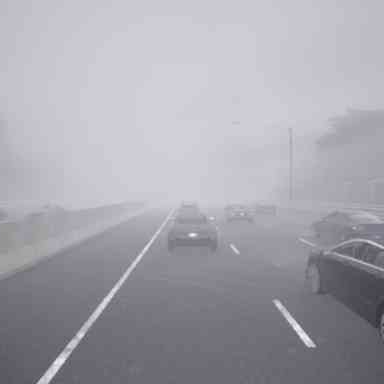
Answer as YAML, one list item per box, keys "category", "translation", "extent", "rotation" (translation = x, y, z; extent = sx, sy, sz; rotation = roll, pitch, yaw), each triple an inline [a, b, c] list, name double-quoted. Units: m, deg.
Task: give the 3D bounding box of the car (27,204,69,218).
- category: "car"
  translation: [-10.889, 1.596, 25.457]
  extent: [1.994, 1.385, 4.181]
  rotation: [0, 0, -1]

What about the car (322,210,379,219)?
- category: "car"
  translation: [6.993, 1.526, 14.886]
  extent: [1.812, 1.442, 4.674]
  rotation: [0, 0, -1]

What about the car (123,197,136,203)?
- category: "car"
  translation: [-12.369, 1.818, 66.148]
  extent: [2.097, 1.767, 4.553]
  rotation: [0, -1, -3]

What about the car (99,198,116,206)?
- category: "car"
  translation: [-15.725, 1.918, 63.119]
  extent: [1.882, 1.535, 5.008]
  rotation: [0, -1, -3]

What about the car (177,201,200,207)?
- category: "car"
  translation: [-0.306, 1.557, 30.469]
  extent: [2.128, 1.511, 4.902]
  rotation: [0, -1, -1]

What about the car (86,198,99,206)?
- category: "car"
  translation: [-19.334, 1.933, 65.311]
  extent: [2.128, 1.511, 4.902]
  rotation: [0, -1, -3]

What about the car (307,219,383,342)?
- category: "car"
  translation: [3.573, 1.491, 5.813]
  extent: [2.128, 1.511, 4.902]
  rotation: [0, 0, 0]

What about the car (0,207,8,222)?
- category: "car"
  translation: [-14.330, 1.545, 22.599]
  extent: [1.812, 1.442, 4.674]
  rotation: [0, 0, -1]

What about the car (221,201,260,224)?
- category: "car"
  translation: [3.329, 1.571, 24.969]
  extent: [2.033, 1.411, 5.357]
  rotation: [0, 0, -1]

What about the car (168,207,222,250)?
- category: "car"
  translation: [0.000, 1.566, 14.401]
  extent: [1.994, 1.385, 4.181]
  rotation: [0, 0, -1]

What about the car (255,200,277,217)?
- category: "car"
  translation: [6.656, 1.554, 31.960]
  extent: [1.882, 1.535, 5.008]
  rotation: [0, -1, -2]
